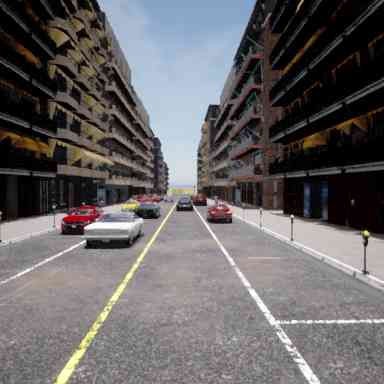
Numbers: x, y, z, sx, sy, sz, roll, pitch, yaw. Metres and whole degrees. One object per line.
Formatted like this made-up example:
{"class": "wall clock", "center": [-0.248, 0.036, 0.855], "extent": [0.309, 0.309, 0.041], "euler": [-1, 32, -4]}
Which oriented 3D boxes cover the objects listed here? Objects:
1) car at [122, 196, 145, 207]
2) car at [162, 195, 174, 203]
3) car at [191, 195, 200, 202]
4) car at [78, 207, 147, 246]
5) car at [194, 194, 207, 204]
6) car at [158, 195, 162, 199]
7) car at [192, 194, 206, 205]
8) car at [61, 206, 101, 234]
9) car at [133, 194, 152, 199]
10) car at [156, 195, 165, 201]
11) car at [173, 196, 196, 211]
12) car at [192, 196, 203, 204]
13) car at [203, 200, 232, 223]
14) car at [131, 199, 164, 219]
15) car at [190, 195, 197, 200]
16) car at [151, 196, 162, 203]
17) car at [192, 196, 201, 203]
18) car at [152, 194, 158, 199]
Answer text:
{"class": "car", "center": [-6.575, 1.499, 36.202], "extent": [1.752, 1.417, 4.829], "euler": [-1, 0, -1]}
{"class": "car", "center": [-4.709, 1.477, 69.465], "extent": [2.033, 1.411, 5.357], "euler": [0, 0, -1]}
{"class": "car", "center": [0.771, 1.491, 76.282], "extent": [1.947, 1.339, 4.313], "euler": [-1, 0, -1]}
{"class": "car", "center": [-3.438, 1.592, 15.271], "extent": [1.895, 1.301, 4.718], "euler": [0, 0, -1]}
{"class": "car", "center": [1.332, 1.272, 53.630], "extent": [2.192, 1.841, 5.009], "euler": [-1, 0, -1]}
{"class": "car", "center": [-7.153, 1.265, 59.023], "extent": [2.192, 1.841, 5.009], "euler": [-1, 0, -1]}
{"class": "car", "center": [1.190, 1.265, 59.294], "extent": [2.192, 1.841, 5.009], "euler": [-1, 0, -1]}
{"class": "car", "center": [-6.149, 1.533, 19.385], "extent": [1.887, 1.381, 4.507], "euler": [-1, 0, -1]}
{"class": "car", "center": [-6.725, 1.284, 42.035], "extent": [2.192, 1.841, 5.009], "euler": [-1, 0, -1]}
{"class": "car", "center": [-7.720, 1.481, 81.677], "extent": [1.947, 1.339, 4.313], "euler": [-1, 0, -1]}
{"class": "car", "center": [-0.861, 1.535, 39.810], "extent": [1.994, 1.385, 4.181], "euler": [0, 0, -1]}
{"class": "car", "center": [1.051, 1.508, 64.957], "extent": [1.947, 1.339, 4.313], "euler": [-1, 0, -1]}
{"class": "car", "center": [2.051, 1.565, 25.319], "extent": [1.802, 1.307, 4.206], "euler": [-1, 0, -1]}
{"class": "car", "center": [-3.784, 1.580, 28.859], "extent": [1.895, 1.301, 4.718], "euler": [0, 0, -1]}
{"class": "car", "center": [0.372, 1.462, 93.271], "extent": [1.947, 1.339, 4.313], "euler": [-1, 0, -1]}
{"class": "car", "center": [-7.435, 1.479, 70.349], "extent": [1.887, 1.381, 4.507], "euler": [-1, 0, -1]}
{"class": "car", "center": [0.908, 1.479, 70.620], "extent": [1.887, 1.381, 4.507], "euler": [-1, 0, -1]}
{"class": "car", "center": [-7.007, 1.501, 53.362], "extent": [1.887, 1.381, 4.507], "euler": [-1, 0, -1]}
